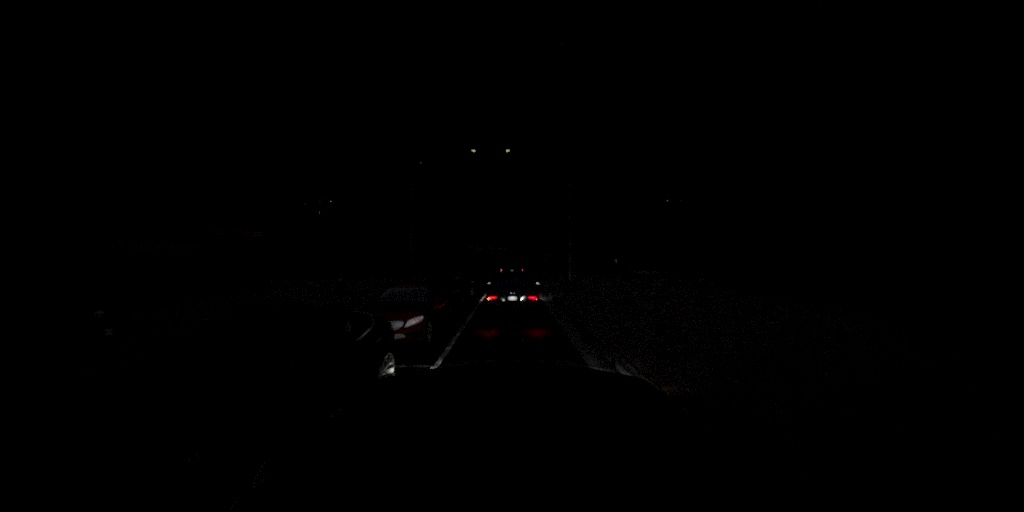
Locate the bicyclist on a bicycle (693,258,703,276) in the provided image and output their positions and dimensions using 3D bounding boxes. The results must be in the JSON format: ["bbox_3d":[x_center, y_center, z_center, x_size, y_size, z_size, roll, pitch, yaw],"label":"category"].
[{"bbox_3d":[17.346,1.035,33.420,0.582,1.620,1.656,0,0,0],"label":"bicyclist on a bicycle"}]

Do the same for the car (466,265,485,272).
[{"bbox_3d":[-2.647,1.325,25.728,1.948,1.339,4.313,0,0,0],"label":"car"}]

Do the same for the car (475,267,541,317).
[{"bbox_3d":[0.038,1.302,13.123,2.033,1.411,5.357,0,0,1],"label":"car"}]

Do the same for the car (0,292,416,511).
[{"bbox_3d":[-2.638,1.317,3.920,1.948,1.339,4.313,0,0,0],"label":"car"}]

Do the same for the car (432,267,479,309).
[{"bbox_3d":[-2.642,1.321,14.824,1.948,1.339,4.313,0,0,0],"label":"car"}]

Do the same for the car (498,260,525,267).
[{"bbox_3d":[-0.007,1.112,28.290,2.097,1.767,4.553,0,0,0],"label":"car"}]

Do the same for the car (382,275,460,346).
[{"bbox_3d":[-2.640,1.335,9.371,1.802,1.307,4.207,0,0,0],"label":"car"}]
